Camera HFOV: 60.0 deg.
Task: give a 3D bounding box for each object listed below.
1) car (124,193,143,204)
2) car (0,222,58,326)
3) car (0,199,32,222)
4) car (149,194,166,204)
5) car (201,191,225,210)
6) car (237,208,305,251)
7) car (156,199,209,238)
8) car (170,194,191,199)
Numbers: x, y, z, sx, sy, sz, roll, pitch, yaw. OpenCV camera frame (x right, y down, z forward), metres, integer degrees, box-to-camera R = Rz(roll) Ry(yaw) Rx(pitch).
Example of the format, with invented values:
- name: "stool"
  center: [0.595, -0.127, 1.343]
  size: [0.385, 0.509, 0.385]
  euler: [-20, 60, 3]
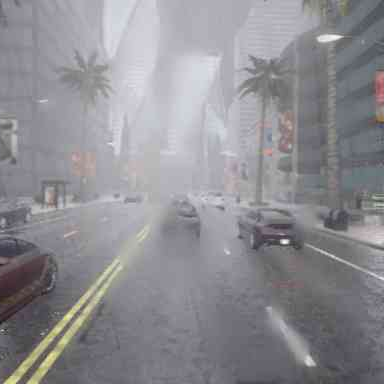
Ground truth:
- name: "car"
  center: [-8.529, 0.941, 48.970]
  size: [1.882, 1.535, 5.008]
  euler: [1, 1, 4]
- name: "car"
  center: [-3.857, 1.464, 5.593]
  size: [1.994, 1.385, 4.181]
  euler: [1, 1, -2]
- name: "car"
  center: [-10.821, 1.172, 18.870]
  size: [2.231, 1.521, 4.892]
  euler: [1, 1, -2]
- name: "car"
  center: [-5.039, 0.983, 48.703]
  size: [1.882, 1.535, 5.008]
  euler: [1, 1, 4]
- name: "car"
  center: [2.247, 0.892, 36.450]
  size: [2.150, 2.045, 5.566]
  euler: [1, 1, -2]
- name: "car"
  center: [3.059, 1.406, 13.678]
  size: [1.837, 1.490, 4.892]
  euler: [1, 1, -2]
- name: "car"
  center: [-0.547, 1.323, 16.587]
  size: [2.128, 1.511, 4.902]
  euler: [1, 1, -2]
- name: "car"
  center: [-1.221, 0.992, 35.465]
  size: [2.097, 1.767, 4.553]
  euler: [1, 1, -2]
